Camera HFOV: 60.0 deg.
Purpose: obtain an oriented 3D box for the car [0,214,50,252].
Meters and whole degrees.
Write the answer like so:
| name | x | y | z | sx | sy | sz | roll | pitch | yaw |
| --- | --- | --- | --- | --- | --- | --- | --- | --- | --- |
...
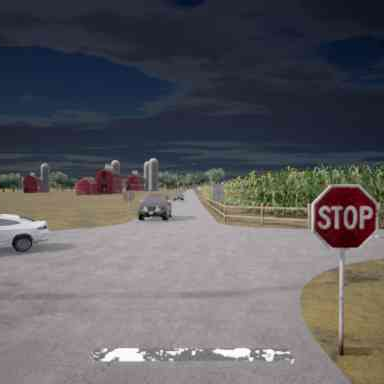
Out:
| name | x | y | z | sx | sy | sz | roll | pitch | yaw |
| --- | --- | --- | --- | --- | --- | --- | --- | --- | --- |
| car | -8.152 | 1.623 | 13.081 | 4.674 | 1.442 | 1.812 | -1 | 1 | -29 |

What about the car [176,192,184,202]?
| name | x | y | z | sx | sy | sz | roll | pitch | yaw |
| --- | --- | --- | --- | --- | --- | --- | --- | --- | --- |
| car | -2.829 | 1.115 | 71.545 | 2.150 | 2.045 | 5.566 | 0 | 0 | 0 |

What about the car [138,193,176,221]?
| name | x | y | z | sx | sy | sz | roll | pitch | yaw |
| --- | --- | --- | --- | --- | --- | --- | --- | --- | --- |
| car | -2.880 | 1.204 | 27.193 | 2.150 | 2.045 | 5.566 | 0 | 0 | 2 |
